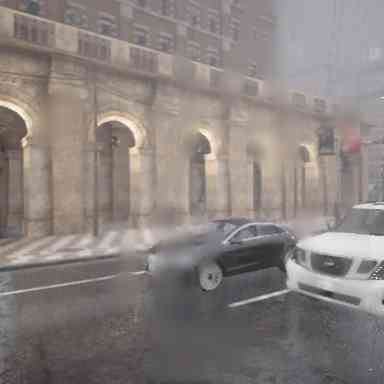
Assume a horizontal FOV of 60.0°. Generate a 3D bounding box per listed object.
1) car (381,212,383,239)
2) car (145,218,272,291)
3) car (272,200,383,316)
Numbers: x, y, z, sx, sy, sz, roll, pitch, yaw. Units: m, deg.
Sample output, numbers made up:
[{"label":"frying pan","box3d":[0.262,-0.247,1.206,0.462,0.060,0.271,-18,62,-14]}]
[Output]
[{"label":"car","box3d":[11.531,1.599,16.544,4.718,1.301,1.895,0,0,-36]},{"label":"car","box3d":[1.106,1.495,9.085,4.902,1.511,2.128,0,0,-36]},{"label":"car","box3d":[4.509,1.222,7.214,5.566,2.045,2.150,0,0,-35]}]
